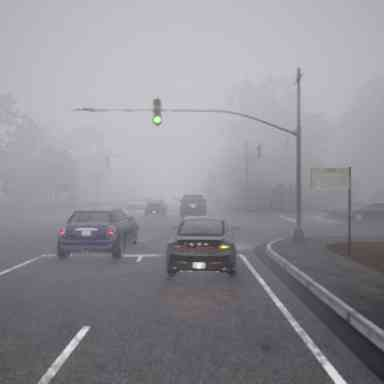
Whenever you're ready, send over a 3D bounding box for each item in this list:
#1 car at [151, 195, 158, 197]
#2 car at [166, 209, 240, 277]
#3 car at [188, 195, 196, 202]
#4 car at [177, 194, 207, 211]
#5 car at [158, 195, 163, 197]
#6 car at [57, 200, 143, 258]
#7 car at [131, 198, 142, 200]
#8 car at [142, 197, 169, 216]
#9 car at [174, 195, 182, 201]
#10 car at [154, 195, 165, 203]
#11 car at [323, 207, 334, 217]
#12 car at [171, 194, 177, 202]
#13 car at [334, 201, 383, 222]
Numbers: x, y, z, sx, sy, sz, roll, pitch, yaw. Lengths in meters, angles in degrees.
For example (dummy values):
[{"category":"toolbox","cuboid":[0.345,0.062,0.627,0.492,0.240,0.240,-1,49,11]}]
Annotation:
[{"category":"car","cuboid":[-7.040,1.535,52.517,2.033,1.411,5.357,0,0,1]},{"category":"car","cuboid":[0.400,1.502,10.338,1.837,1.490,4.892,0,0,6]},{"category":"car","cuboid":[-0.005,1.453,73.016,1.882,1.535,5.008,0,0,0]},{"category":"car","cuboid":[0.097,1.214,28.717,2.150,2.045,5.566,0,0,0]},{"category":"car","cuboid":[-7.005,1.463,62.294,1.882,1.535,5.008,0,0,0]},{"category":"car","cuboid":[-3.401,1.349,12.832,2.097,1.767,4.553,0,0,0]},{"category":"car","cuboid":[-7.089,1.515,42.790,1.812,1.442,4.674,0,0,0]},{"category":"car","cuboid":[-3.403,1.497,32.258,1.837,1.490,4.892,0,0,0]},{"category":"car","cuboid":[-3.506,1.457,85.294,1.882,1.535,5.008,0,0,0]},{"category":"car","cuboid":[-7.005,1.477,72.252,1.837,1.490,4.892,0,0,0]},{"category":"car","cuboid":[14.452,1.540,29.248,5.357,1.411,2.033,0,0,3]},{"category":"car","cuboid":[-3.505,1.337,75.231,2.097,1.767,4.553,0,0,0]},{"category":"car","cuboid":[14.050,1.499,25.764,4.892,1.490,1.837,0,0,3]}]
